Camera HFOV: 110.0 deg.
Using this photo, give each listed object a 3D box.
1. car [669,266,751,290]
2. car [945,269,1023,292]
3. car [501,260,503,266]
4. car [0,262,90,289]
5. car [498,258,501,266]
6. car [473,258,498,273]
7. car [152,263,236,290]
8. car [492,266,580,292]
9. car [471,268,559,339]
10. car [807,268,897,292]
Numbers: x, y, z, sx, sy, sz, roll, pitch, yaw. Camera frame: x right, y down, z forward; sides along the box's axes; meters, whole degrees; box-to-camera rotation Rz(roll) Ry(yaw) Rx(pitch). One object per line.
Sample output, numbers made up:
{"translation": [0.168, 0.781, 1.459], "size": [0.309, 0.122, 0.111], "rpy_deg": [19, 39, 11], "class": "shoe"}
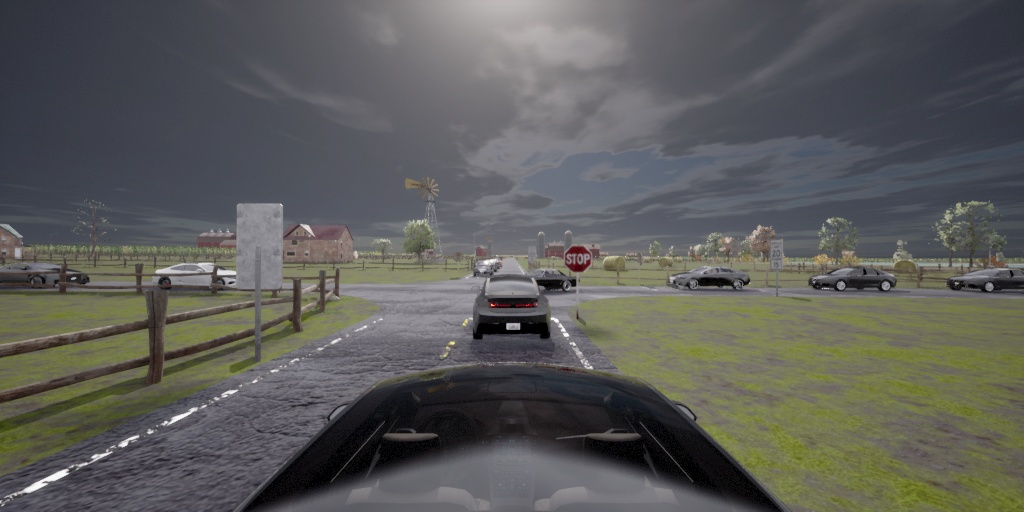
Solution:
{"translation": [12.797, 1.396, 23.337], "size": [4.902, 1.511, 2.128], "rpy_deg": [1, -1, -2], "class": "car"}
{"translation": [31.701, 1.586, 23.630], "size": [4.892, 1.490, 1.837], "rpy_deg": [1, -1, -1], "class": "car"}
{"translation": [-2.823, 1.240, 55.736], "size": [2.128, 1.511, 4.902], "rpy_deg": [0, 0, 0], "class": "car"}
{"translation": [-26.364, 1.048, 19.895], "size": [4.181, 1.385, 1.994], "rpy_deg": [1, -1, -1], "class": "car"}
{"translation": [-2.854, 1.241, 46.194], "size": [2.128, 1.511, 4.902], "rpy_deg": [0, 0, 0], "class": "car"}
{"translation": [-2.860, 1.243, 36.748], "size": [2.128, 1.511, 4.902], "rpy_deg": [0, 0, 0], "class": "car"}
{"translation": [-17.244, 1.104, 20.018], "size": [4.674, 1.442, 1.812], "rpy_deg": [1, -1, -1], "class": "car"}
{"translation": [1.499, 1.369, 20.108], "size": [4.718, 1.301, 1.895], "rpy_deg": [1, 0, -35], "class": "car"}
{"translation": [-0.075, 1.256, 10.062], "size": [1.837, 1.490, 4.892], "rpy_deg": [0, 0, -2], "class": "car"}
{"translation": [22.199, 1.499, 23.508], "size": [4.892, 1.490, 1.837], "rpy_deg": [1, -1, -1], "class": "car"}
